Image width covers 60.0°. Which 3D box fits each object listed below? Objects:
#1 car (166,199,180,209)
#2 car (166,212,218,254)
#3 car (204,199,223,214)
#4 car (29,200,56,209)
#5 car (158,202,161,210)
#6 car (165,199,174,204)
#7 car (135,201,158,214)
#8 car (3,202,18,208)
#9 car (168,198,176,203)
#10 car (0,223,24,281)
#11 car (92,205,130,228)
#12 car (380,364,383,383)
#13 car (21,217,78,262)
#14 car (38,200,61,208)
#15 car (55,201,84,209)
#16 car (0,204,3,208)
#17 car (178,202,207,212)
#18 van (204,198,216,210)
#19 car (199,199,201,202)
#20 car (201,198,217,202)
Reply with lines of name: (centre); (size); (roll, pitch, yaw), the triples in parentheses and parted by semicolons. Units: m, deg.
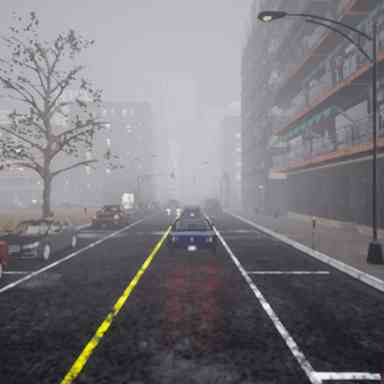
car: (-2.980, 2.069, 55.363); (1.812, 1.442, 4.674); (0, -1, 0)
car: (0.009, 1.735, 14.110); (1.895, 1.301, 4.718); (0, -1, 0)
car: (2.702, 1.934, 40.143); (1.887, 1.381, 4.507); (0, -1, 0)
car: (-27.945, 2.579, 61.921); (4.403, 1.369, 2.008); (-1, 1, 0)
car: (-5.674, 2.082, 51.203); (1.802, 1.307, 4.206); (0, -1, 0)
car: (-5.661, 2.400, 83.607); (1.947, 1.339, 4.313); (0, -1, 0)
car: (-5.680, 1.829, 40.149); (1.967, 1.590, 4.097); (0, -1, 0)
car: (-39.142, 2.793, 70.433); (4.206, 1.307, 1.802); (-1, 1, 0)
car: (-5.656, 2.517, 94.653); (1.947, 1.339, 4.313); (0, -1, 0)
car: (-5.693, 1.612, 6.984); (1.887, 1.381, 4.507); (0, -1, 0)
car: (-5.687, 1.665, 23.567); (1.967, 1.590, 4.097); (0, -1, 0)
car: (2.685, 1.455, 1.454); (1.967, 1.590, 4.097); (0, -1, 0)
car: (-5.690, 1.670, 12.511); (2.008, 1.369, 4.403); (0, -1, 0)
car: (-30.241, 2.522, 70.544); (4.097, 1.590, 1.967); (-1, 1, 0)
car: (-22.376, 2.498, 61.960); (4.403, 1.369, 2.008); (-1, 1, 0)
car: (-38.375, 2.724, 61.895); (4.507, 1.381, 1.887); (-1, 1, 0)
car: (0.020, 1.846, 29.310); (1.994, 1.385, 4.181); (0, -1, 0)
van: (2.705, 1.841, 51.201); (1.690, 1.788, 3.998); (0, -1, 0)
car: (2.720, 2.416, 83.591); (1.802, 1.307, 4.206); (0, -1, 0)
car: (2.702, 1.760, 45.673); (2.192, 1.841, 5.009); (0, -1, 0)
